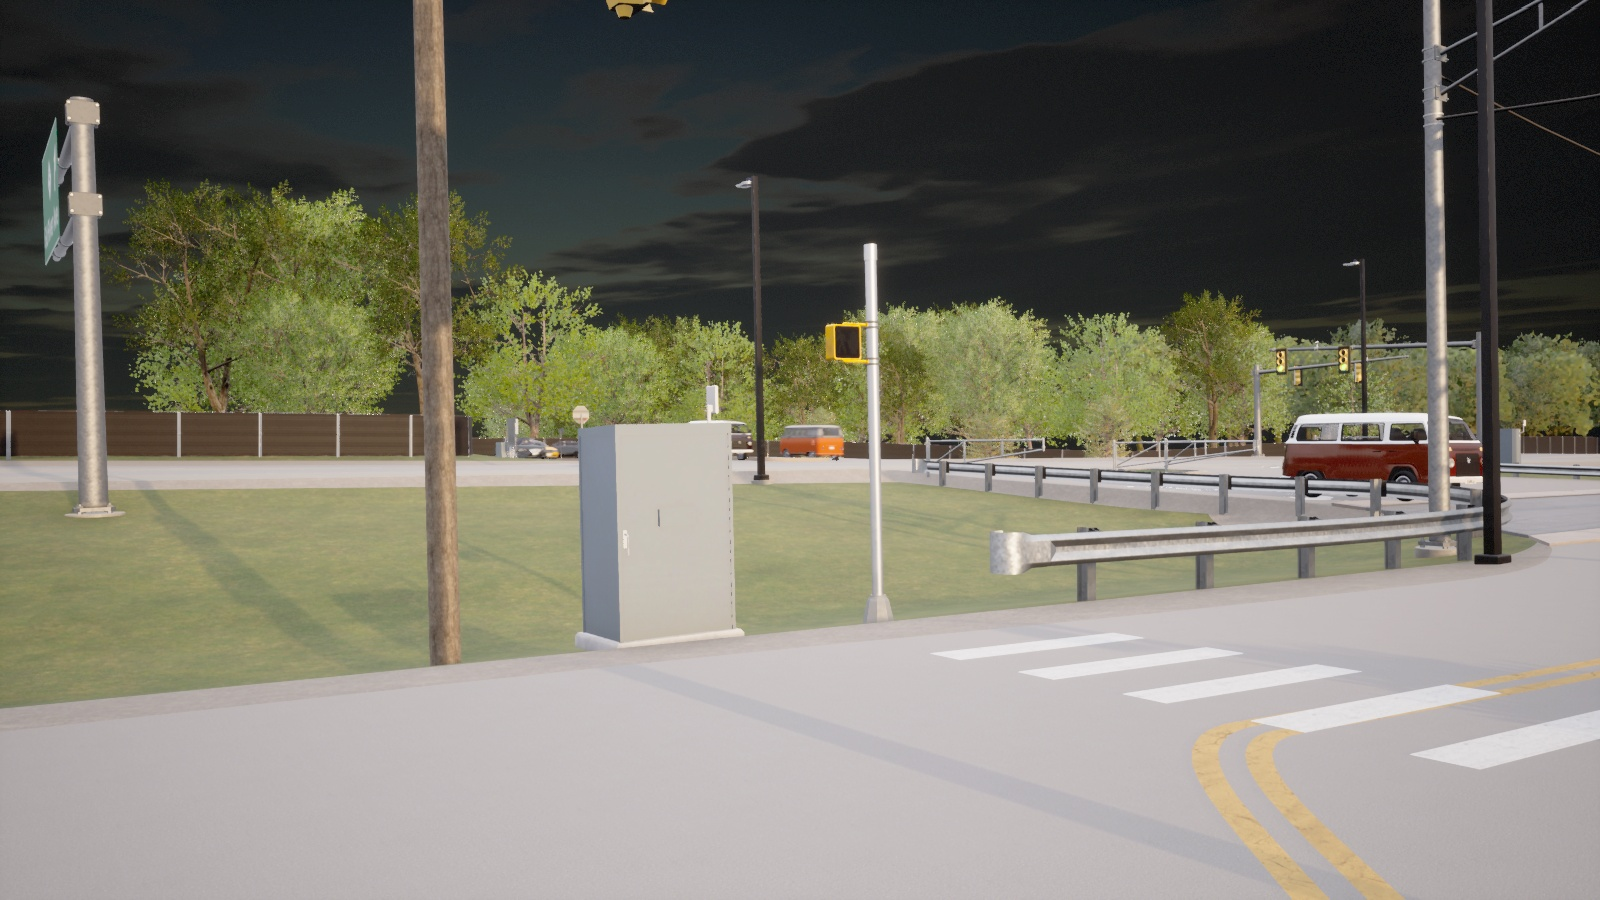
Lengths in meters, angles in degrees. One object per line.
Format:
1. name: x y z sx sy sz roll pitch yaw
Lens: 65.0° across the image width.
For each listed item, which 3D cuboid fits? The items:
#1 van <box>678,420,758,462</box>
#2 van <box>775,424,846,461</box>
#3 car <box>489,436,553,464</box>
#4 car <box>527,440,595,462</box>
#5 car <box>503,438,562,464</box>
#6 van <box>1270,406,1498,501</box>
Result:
1. van: -4.139 -0.458 62.916 2.069 2.038 4.480 0 0 -33
2. van: 0.545 -0.388 69.777 1.775 1.987 4.442 0 0 -33
3. car: -16.826 0.029 75.563 2.128 1.511 4.902 -2 0 -34
4. car: -18.463 0.073 97.103 4.902 1.511 2.128 -1 1 -4
5. car: -17.708 0.060 82.962 1.801 1.575 5.366 -2 0 -35
6. van: 13.653 0.076 29.632 2.069 2.038 4.480 0 0 -30
